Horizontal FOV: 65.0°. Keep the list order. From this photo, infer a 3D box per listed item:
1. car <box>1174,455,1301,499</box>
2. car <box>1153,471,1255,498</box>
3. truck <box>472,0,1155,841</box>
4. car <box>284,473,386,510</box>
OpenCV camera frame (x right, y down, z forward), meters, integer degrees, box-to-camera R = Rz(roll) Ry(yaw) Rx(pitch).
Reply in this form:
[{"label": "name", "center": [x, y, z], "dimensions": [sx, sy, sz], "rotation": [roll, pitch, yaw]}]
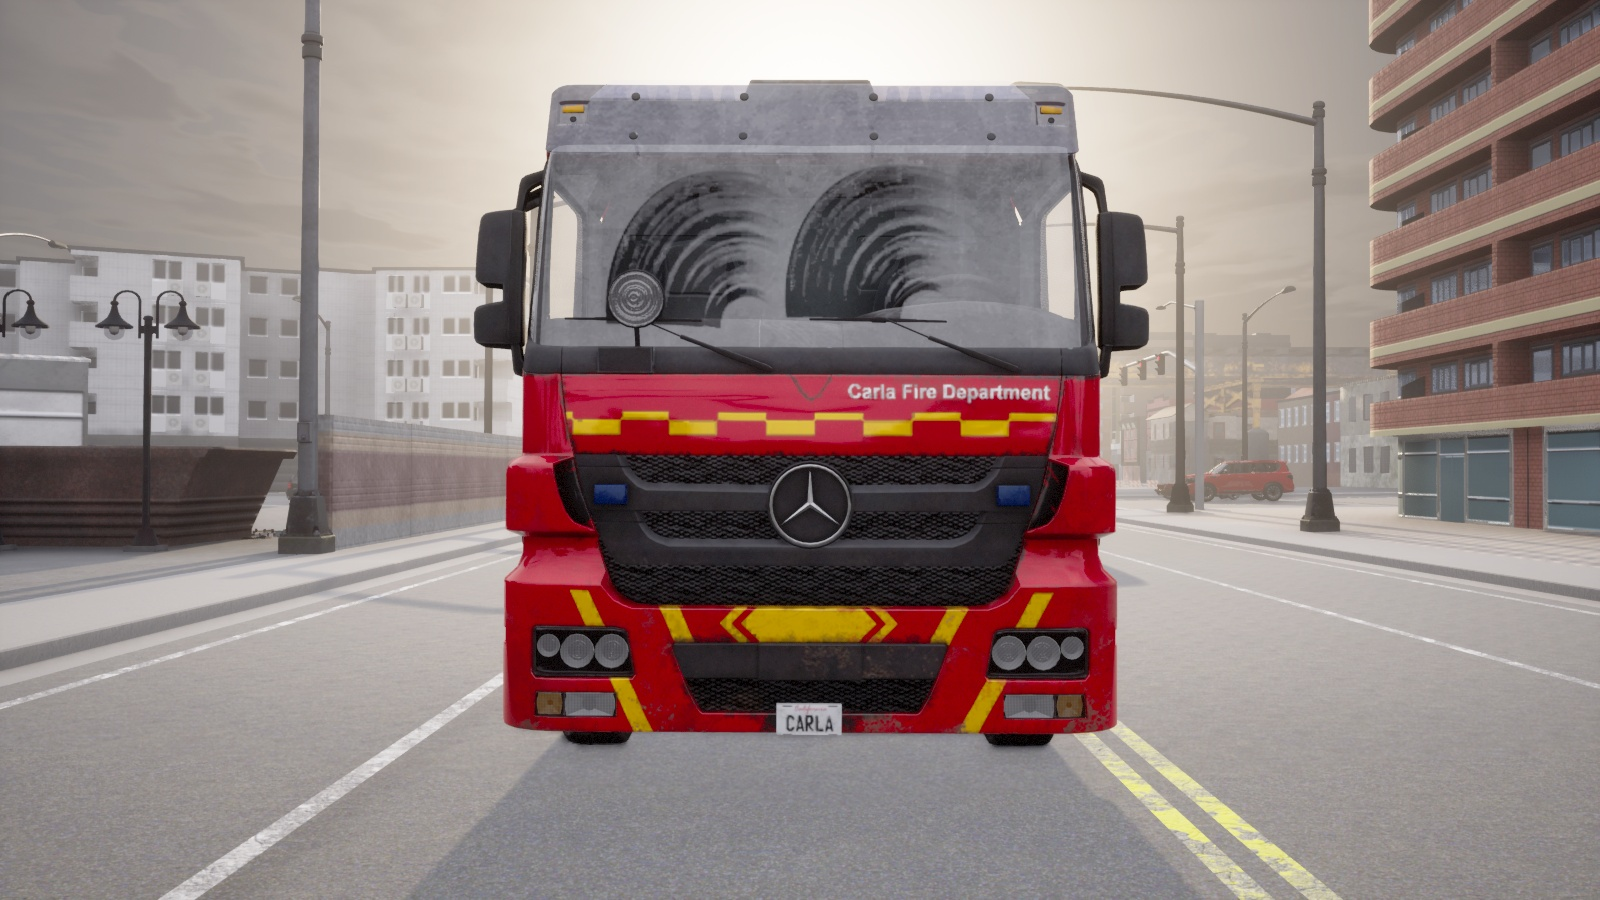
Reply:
[{"label": "car", "center": [21.796, 1.356, 62.725], "dimensions": [5.566, 2.045, 2.150], "rotation": [-1, -1, 2]}, {"label": "car", "center": [21.271, 1.809, 66.245], "dimensions": [4.718, 1.301, 1.895], "rotation": [-1, -1, 1]}, {"label": "truck", "center": [0.070, -0.190, 9.582], "dimensions": [2.891, 3.827, 8.468], "rotation": [0, -1, 0]}, {"label": "car", "center": [-19.927, 1.776, 53.917], "dimensions": [3.705, 1.549, 1.789], "rotation": [0, -1, 0]}]
